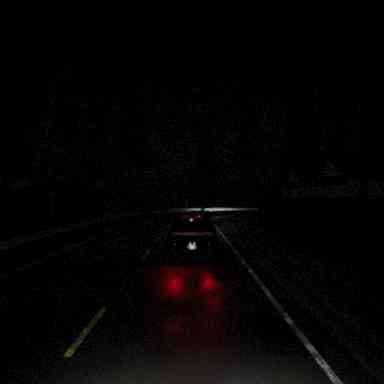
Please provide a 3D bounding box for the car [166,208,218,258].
[{"bbox_3d":[0.024,1.640,13.490,2.128,1.511,4.902,0,0,1],"label":"car"}]
